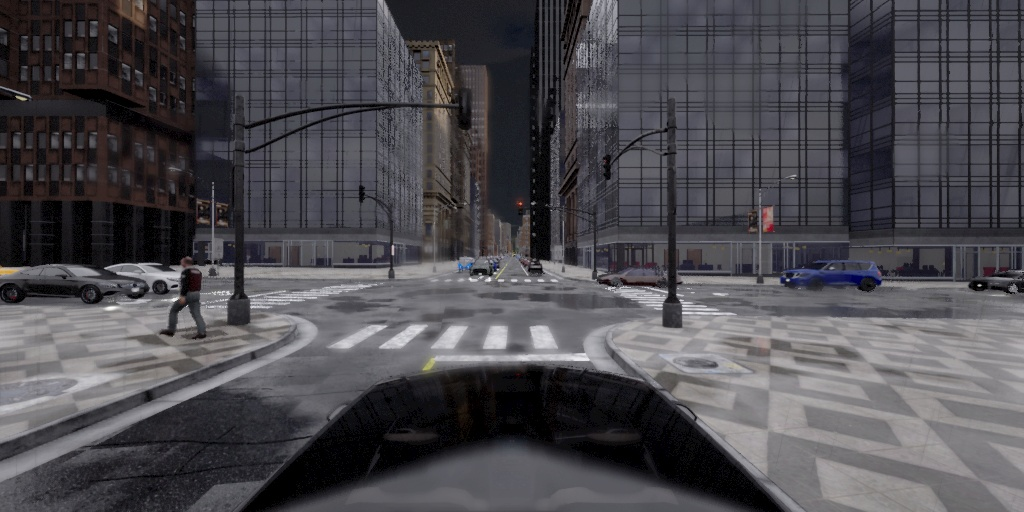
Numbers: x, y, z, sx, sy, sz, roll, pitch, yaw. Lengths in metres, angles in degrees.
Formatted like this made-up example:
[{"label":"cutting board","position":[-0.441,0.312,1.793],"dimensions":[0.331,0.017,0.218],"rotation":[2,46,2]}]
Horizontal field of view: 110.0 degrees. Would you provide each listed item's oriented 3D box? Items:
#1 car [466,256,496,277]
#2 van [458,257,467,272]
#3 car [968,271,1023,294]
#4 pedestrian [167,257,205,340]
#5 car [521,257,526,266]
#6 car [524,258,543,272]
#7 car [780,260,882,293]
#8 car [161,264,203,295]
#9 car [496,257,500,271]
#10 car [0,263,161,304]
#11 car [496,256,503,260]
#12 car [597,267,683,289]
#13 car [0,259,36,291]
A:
[{"label":"car","position":[-2.961,1.081,35.522],"dimensions":[2.097,1.767,4.553],"rotation":[0,0,0]},{"label":"van","position":[-5.685,1.059,44.733],"dimensions":[1.690,1.789,3.998],"rotation":[0,0,0]},{"label":"car","position":[33.563,1.743,23.842],"dimensions":[4.892,1.490,1.837],"rotation":[1,0,1]},{"label":"pedestrian","position":[-7.083,0.888,7.796],"dimensions":[0.375,1.860,0.375],"rotation":[0,0,0]},{"label":"car","position":[2.934,1.272,61.635],"dimensions":[1.802,1.307,4.207],"rotation":[0,0,0]},{"label":"car","position":[2.840,1.284,44.687],"dimensions":[1.948,1.339,4.313],"rotation":[0,0,0]},{"label":"car","position":[21.187,1.291,23.908],"dimensions":[5.566,2.045,2.150],"rotation":[1,0,0]},{"label":"car","position":[-17.760,1.052,17.394],"dimensions":[4.674,1.442,1.812],"rotation":[1,0,0]},{"label":"car","position":[-2.918,1.194,45.815],"dimensions":[1.882,1.535,5.008],"rotation":[0,0,1]},{"label":"car","position":[-17.232,1.046,14.137],"dimensions":[4.674,1.442,1.812],"rotation":[1,0,-1]},{"label":"car","position":[-2.853,1.205,56.305],"dimensions":[1.837,1.490,4.892],"rotation":[0,0,1]},{"label":"car","position":[8.533,1.448,24.204],"dimensions":[5.357,1.411,2.033],"rotation":[1,0,5]},{"label":"car","position":[-26.905,0.886,17.436],"dimensions":[5.008,1.535,1.882],"rotation":[1,0,1]}]
